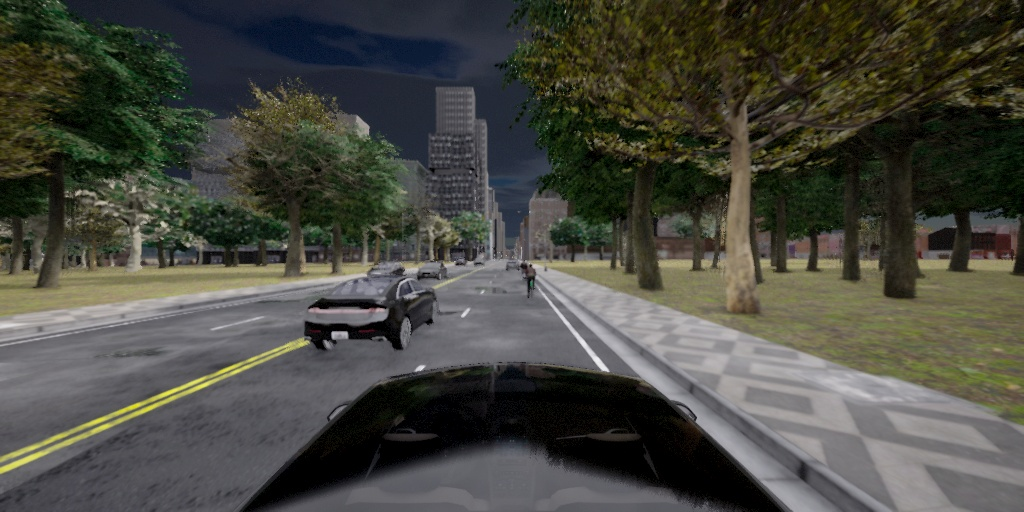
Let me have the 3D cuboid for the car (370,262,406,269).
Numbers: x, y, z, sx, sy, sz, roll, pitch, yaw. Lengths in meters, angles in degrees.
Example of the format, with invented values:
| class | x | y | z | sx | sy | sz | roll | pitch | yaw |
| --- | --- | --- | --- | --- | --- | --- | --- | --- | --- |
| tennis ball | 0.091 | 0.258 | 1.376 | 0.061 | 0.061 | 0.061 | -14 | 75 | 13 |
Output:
| class | x | y | z | sx | sy | sz | roll | pitch | yaw |
| --- | --- | --- | --- | --- | --- | --- | --- | --- | --- |
| car | -9.838 | 1.235 | 28.342 | 2.128 | 1.511 | 4.902 | 0 | 0 | 0 |

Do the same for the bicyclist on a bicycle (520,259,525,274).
| class | x | y | z | sx | sy | sz | roll | pitch | yaw |
| --- | --- | --- | --- | --- | --- | --- | --- | --- | --- |
| bicyclist on a bicycle | 0.900 | 1.112 | 26.998 | 0.659 | 1.776 | 1.843 | 0 | 0 | 0 |

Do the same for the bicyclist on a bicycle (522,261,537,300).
| class | x | y | z | sx | sy | sz | roll | pitch | yaw |
| --- | --- | --- | --- | --- | --- | --- | --- | --- | --- |
| bicyclist on a bicycle | 0.897 | 1.195 | 16.767 | 0.582 | 1.620 | 1.656 | 0 | 0 | 0 |

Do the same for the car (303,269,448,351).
| class | x | y | z | sx | sy | sz | roll | pitch | yaw |
| --- | --- | --- | --- | --- | --- | --- | --- | --- | --- |
| car | -3.148 | 1.237 | 8.982 | 2.128 | 1.511 | 4.902 | 0 | 0 | 0 |

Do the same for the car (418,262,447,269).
| class | x | y | z | sx | sy | sz | roll | pitch | yaw |
| --- | --- | --- | --- | --- | --- | --- | --- | --- | --- |
| car | -6.587 | 1.249 | 29.966 | 1.837 | 1.490 | 4.892 | 0 | 0 | 0 |

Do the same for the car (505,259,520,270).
| class | x | y | z | sx | sy | sz | roll | pitch | yaw |
| --- | --- | --- | --- | --- | --- | --- | --- | --- | --- |
| car | 0.110 | 1.261 | 52.147 | 2.128 | 1.511 | 4.902 | 0 | 0 | 0 |
